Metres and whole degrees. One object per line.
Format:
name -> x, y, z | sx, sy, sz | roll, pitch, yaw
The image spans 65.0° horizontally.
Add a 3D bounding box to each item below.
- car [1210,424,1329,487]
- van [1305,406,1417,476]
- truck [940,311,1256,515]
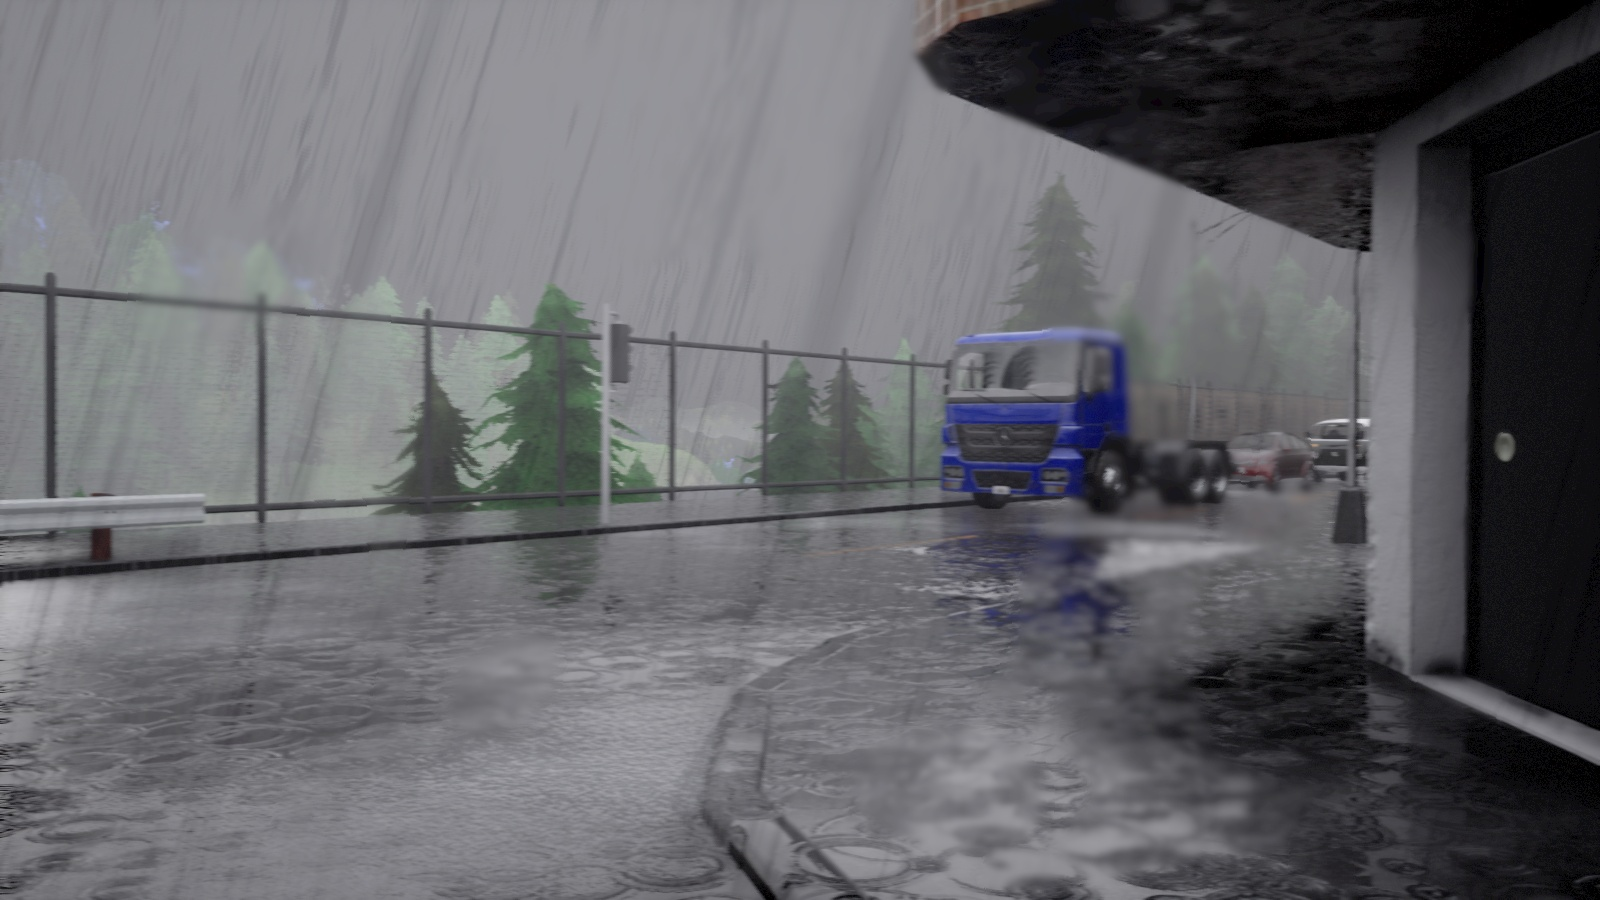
car -> 12.222, 0.101, 32.583 | 1.789, 1.549, 3.705 | 0, 1, 40
van -> 17.472, -0.302, 38.986 | 2.069, 2.038, 4.480 | 0, 1, 39
truck -> 6.264, -0.692, 25.279 | 2.891, 3.462, 7.936 | 0, 1, 40
